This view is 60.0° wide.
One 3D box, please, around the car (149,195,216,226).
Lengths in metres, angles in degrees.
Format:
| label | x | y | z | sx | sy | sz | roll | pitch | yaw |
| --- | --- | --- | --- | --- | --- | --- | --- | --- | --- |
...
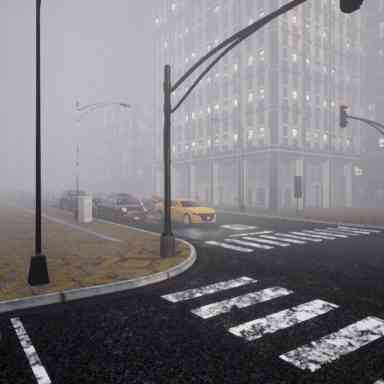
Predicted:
| label | x | y | z | sx | sy | sz | roll | pitch | yaw |
| --- | --- | --- | --- | --- | --- | --- | --- | --- | --- |
| car | -0.525 | 1.166 | 21.053 | 1.882 | 1.535 | 5.008 | 0 | 1 | -36 |

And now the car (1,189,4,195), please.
| label | x | y | z | sx | sy | sz | roll | pitch | yaw |
| --- | --- | --- | --- | --- | --- | --- | --- | --- | --- |
| car | -36.983 | 0.107 | 67.604 | 2.008 | 1.369 | 4.403 | 1 | 0 | -36 |

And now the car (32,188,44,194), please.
| label | x | y | z | sx | sy | sz | roll | pitch | yaw |
| --- | --- | --- | --- | --- | --- | --- | --- | --- | --- |
| car | -39.944 | -0.213 | 86.151 | 1.947 | 1.339 | 4.313 | 1 | 0 | -36 |

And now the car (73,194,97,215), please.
| label | x | y | z | sx | sy | sz | roll | pitch | yaw |
| --- | --- | --- | --- | --- | --- | --- | --- | --- | --- |
| car | -7.802 | 1.103 | 26.798 | 1.802 | 1.307 | 4.206 | 1 | 0 | -36 |

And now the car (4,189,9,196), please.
| label | x | y | z | sx | sy | sz | roll | pitch | yaw |
| --- | --- | --- | --- | --- | --- | --- | --- | --- | --- |
| car | -33.741 | 0.208 | 63.070 | 1.887 | 1.381 | 4.507 | 1 | 0 | -36 |

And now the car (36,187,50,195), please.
| label | x | y | z | sx | sy | sz | roll | pitch | yaw |
| --- | --- | --- | --- | --- | --- | --- | --- | --- | --- |
| car | -36.695 | -0.357 | 81.614 | 2.192 | 1.841 | 5.009 | 1 | 0 | -36 |

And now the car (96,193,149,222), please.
| label | x | y | z | sx | sy | sz | roll | pitch | yaw |
| --- | --- | --- | --- | --- | --- | --- | --- | --- | --- |
| car | -4.556 | 1.069 | 22.264 | 1.967 | 1.590 | 4.097 | 1 | 0 | -36 |

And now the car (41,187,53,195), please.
| label | x | y | z | sx | sy | sz | roll | pitch | yaw |
| --- | --- | --- | --- | --- | --- | --- | --- | --- | --- |
| car | -33.457 | -0.020 | 77.079 | 1.887 | 1.381 | 4.507 | 1 | 0 | -36 |

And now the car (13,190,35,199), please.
| label | x | y | z | sx | sy | sz | roll | pitch | yaw |
| --- | --- | --- | --- | --- | --- | --- | --- | --- | --- |
| car | -27.256 | 0.422 | 54.002 | 1.887 | 1.381 | 4.507 | 1 | 0 | -36 |

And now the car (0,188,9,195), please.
| label | x | y | z | sx | sy | sz | roll | pitch | yaw |
| --- | --- | --- | --- | --- | --- | --- | --- | --- | --- |
| car | -43.468 | -0.112 | 76.672 | 1.887 | 1.381 | 4.507 | 1 | 0 | -36 |

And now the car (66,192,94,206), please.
| label | x | y | z | sx | sy | sz | roll | pitch | yaw |
| --- | --- | --- | --- | --- | --- | --- | --- | --- | --- |
| car | -13.080 | 0.798 | 38.631 | 1.812 | 1.442 | 4.674 | 0 | 1 | -35 |

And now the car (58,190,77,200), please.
| label | x | y | z | sx | sy | sz | roll | pitch | yaw |
| --- | --- | --- | --- | --- | --- | --- | --- | --- | --- |
| car | -20.300 | 0.469 | 54.206 | 1.812 | 1.442 | 4.674 | 0 | 1 | -36 |

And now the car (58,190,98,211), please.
| label | x | y | z | sx | sy | sz | roll | pitch | yaw |
| --- | --- | --- | --- | --- | --- | --- | --- | --- | --- |
| car | -11.038 | 0.729 | 31.331 | 2.192 | 1.841 | 5.009 | 1 | 0 | -36 |

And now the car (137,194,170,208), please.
| label | x | y | z | sx | sy | sz | roll | pitch | yaw |
| --- | --- | --- | --- | --- | --- | --- | --- | --- | --- |
| car | -4.264 | 0.982 | 36.257 | 1.802 | 1.307 | 4.206 | 1 | 0 | -36 |

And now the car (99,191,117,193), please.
| label | x | y | z | sx | sy | sz | roll | pitch | yaw |
| --- | --- | --- | --- | --- | --- | --- | --- | --- | --- |
| car | -5.934 | 0.862 | 28.618 | 2.097 | 1.767 | 4.553 | 0 | 1 | -36 |

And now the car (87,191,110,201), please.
| label | x | y | z | sx | sy | sz | roll | pitch | yaw |
| --- | --- | --- | --- | --- | --- | --- | --- | --- | --- |
| car | -13.995 | 0.644 | 49.865 | 1.947 | 1.339 | 4.313 | 1 | 0 | -36 |

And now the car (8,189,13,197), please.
| label | x | y | z | sx | sy | sz | roll | pitch | yaw |
| --- | --- | --- | --- | --- | --- | --- | --- | --- | --- |
| car | -30.498 | 0.321 | 58.536 | 2.008 | 1.369 | 4.403 | 1 | 0 | -36 |

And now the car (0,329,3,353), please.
| label | x | y | z | sx | sy | sz | roll | pitch | yaw |
| --- | --- | --- | --- | --- | --- | --- | --- | --- | --- |
| car | -4.387 | 1.440 | 3.432 | 4.097 | 1.590 | 1.967 | 0 | 0 | -35 |
